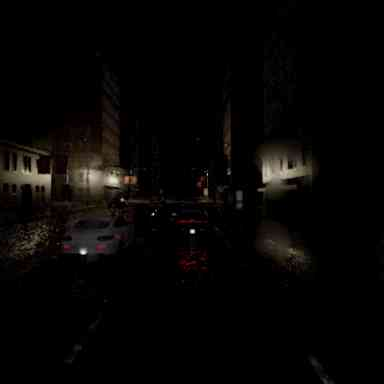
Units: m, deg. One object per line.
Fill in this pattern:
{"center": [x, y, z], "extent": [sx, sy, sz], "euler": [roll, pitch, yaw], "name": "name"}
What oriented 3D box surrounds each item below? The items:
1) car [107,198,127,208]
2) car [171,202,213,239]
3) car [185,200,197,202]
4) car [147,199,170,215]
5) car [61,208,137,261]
{"center": [-9.996, 1.509, 44.420], "extent": [2.128, 1.511, 4.902], "euler": [0, 0, 0], "name": "car"}
{"center": [0.010, 1.497, 17.269], "extent": [1.837, 1.490, 4.892], "euler": [0, 0, 0], "name": "car"}
{"center": [-0.096, 1.515, 33.957], "extent": [1.812, 1.442, 4.674], "euler": [0, 0, -1], "name": "car"}
{"center": [-3.331, 1.482, 33.264], "extent": [2.128, 1.511, 4.902], "euler": [0, 0, 0], "name": "car"}
{"center": [-3.211, 1.522, 12.103], "extent": [1.812, 1.442, 4.674], "euler": [0, 0, 0], "name": "car"}
